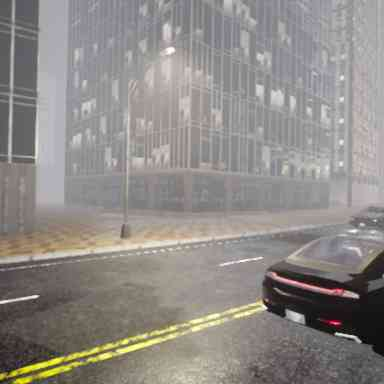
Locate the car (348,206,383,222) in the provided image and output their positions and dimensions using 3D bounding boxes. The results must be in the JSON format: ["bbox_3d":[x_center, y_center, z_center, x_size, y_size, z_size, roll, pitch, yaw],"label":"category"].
[{"bbox_3d":[12.420,1.615,22.151,5.357,1.411,2.033,0,0,-41],"label":"car"}]

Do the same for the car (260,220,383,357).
[{"bbox_3d":[3.350,1.513,6.054,4.902,1.511,2.128,0,0,-37],"label":"car"}]
